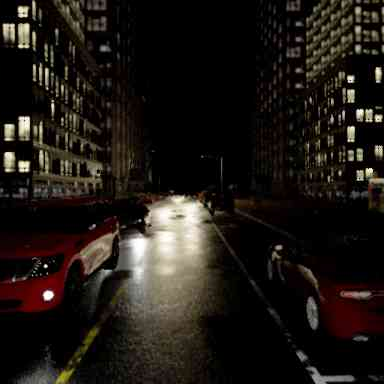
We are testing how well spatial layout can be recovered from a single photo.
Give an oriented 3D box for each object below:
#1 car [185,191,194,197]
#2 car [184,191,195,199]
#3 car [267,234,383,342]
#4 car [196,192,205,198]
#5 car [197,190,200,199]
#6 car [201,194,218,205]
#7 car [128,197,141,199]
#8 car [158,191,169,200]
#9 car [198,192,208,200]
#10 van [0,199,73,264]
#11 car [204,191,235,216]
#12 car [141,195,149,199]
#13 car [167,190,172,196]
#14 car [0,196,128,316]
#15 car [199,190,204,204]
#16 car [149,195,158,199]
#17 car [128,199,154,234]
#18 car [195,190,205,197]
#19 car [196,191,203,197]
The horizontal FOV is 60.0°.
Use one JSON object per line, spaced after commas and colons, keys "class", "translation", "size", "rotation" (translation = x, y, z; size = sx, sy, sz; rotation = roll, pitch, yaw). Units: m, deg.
{"class": "car", "translation": [-0.651, 0.518, 80.488], "size": [1.994, 1.385, 4.181], "rotation": [0, 1, 0]}
{"class": "car", "translation": [-0.569, 0.717, 70.481], "size": [1.812, 1.442, 4.674], "rotation": [0, 1, 0]}
{"class": "car", "translation": [2.672, 1.462, 6.399], "size": [1.887, 1.381, 4.507], "rotation": [0, 1, 0]}
{"class": "car", "translation": [2.060, 0.664, 78.400], "size": [1.947, 1.339, 4.313], "rotation": [0, 1, 0]}
{"class": "car", "translation": [2.287, 0.730, 50.703], "size": [2.192, 1.841, 5.009], "rotation": [0, 1, 0]}
{"class": "car", "translation": [2.332, 1.044, 45.168], "size": [1.947, 1.339, 4.313], "rotation": [0, 1, 0]}
{"class": "car", "translation": [-5.913, 1.262, 28.482], "size": [1.947, 1.339, 4.313], "rotation": [0, 1, 0]}
{"class": "car", "translation": [-6.230, 0.836, 67.254], "size": [1.802, 1.307, 4.206], "rotation": [0, 1, 0]}
{"class": "car", "translation": [2.149, 0.749, 67.492], "size": [1.752, 1.417, 4.829], "rotation": [0, 1, 0]}
{"class": "van", "translation": [-5.776, 1.225, 11.863], "size": [1.690, 1.788, 3.998], "rotation": [0, 1, 0]}
{"class": "car", "translation": [2.468, 0.983, 28.548], "size": [2.192, 1.841, 5.009], "rotation": [0, 1, 0]}
{"class": "car", "translation": [-5.958, 1.184, 34.020], "size": [2.008, 1.369, 4.403], "rotation": [0, 1, 0]}
{"class": "car", "translation": [-6.320, 0.709, 78.331], "size": [1.802, 1.307, 4.206], "rotation": [0, 1, 0]}
{"class": "car", "translation": [-3.160, 1.144, 7.687], "size": [2.150, 2.045, 5.566], "rotation": [0, 1, 0]}
{"class": "car", "translation": [2.377, 0.857, 39.626], "size": [2.192, 1.841, 5.009], "rotation": [0, 1, 0]}
{"class": "car", "translation": [-6.048, 1.089, 45.099], "size": [1.802, 1.307, 4.206], "rotation": [0, 1, 0]}
{"class": "car", "translation": [-3.232, 1.332, 18.010], "size": [1.812, 1.442, 4.674], "rotation": [0, 1, 0]}
{"class": "car", "translation": [2.015, 0.350, 83.936], "size": [2.192, 1.841, 5.009], "rotation": [0, 1, 0]}
{"class": "car", "translation": [1.969, 0.411, 89.476], "size": [1.967, 1.590, 4.097], "rotation": [0, 1, 0]}
